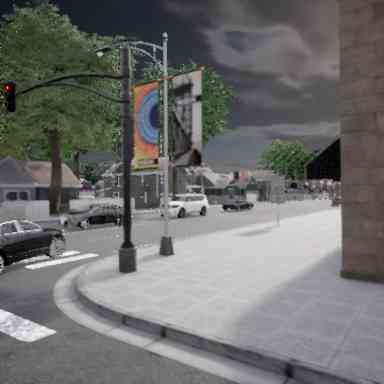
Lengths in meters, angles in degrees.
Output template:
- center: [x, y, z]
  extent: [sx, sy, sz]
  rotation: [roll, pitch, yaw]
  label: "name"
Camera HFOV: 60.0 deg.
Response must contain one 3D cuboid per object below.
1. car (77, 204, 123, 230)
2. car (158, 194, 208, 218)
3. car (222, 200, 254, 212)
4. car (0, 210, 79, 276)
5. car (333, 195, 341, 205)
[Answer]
- center: [-6.434, 1.538, 21.983]
  extent: [2.128, 1.511, 4.902]
  rotation: [-1, 0, 34]
  label: "car"
- center: [-0.662, 1.211, 30.079]
  extent: [2.150, 2.045, 5.566]
  rotation: [-1, 0, 36]
  label: "car"
- center: [5.320, 1.533, 38.456]
  extent: [1.895, 1.301, 4.718]
  rotation: [-1, 0, 36]
  label: "car"
- center: [-5.791, 1.537, 10.203]
  extent: [2.128, 1.511, 4.902]
  rotation: [-1, 0, 9]
  label: "car"
- center: [23.991, 1.243, 53.163]
  extent: [1.882, 1.535, 5.008]
  rotation: [-1, 0, 35]
  label: "car"
